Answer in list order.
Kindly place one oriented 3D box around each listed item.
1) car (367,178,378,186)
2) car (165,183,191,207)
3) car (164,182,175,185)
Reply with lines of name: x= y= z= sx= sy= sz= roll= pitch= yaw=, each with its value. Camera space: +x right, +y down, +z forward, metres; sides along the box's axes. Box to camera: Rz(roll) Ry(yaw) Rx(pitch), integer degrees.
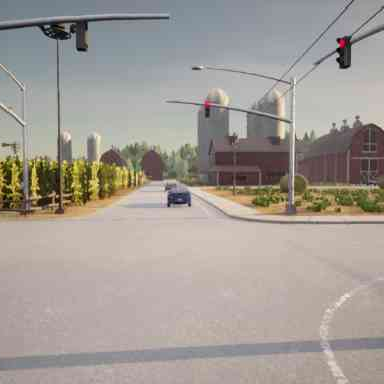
car: x=42.328 y=-2.370 z=77.602 sx=1.905 sy=1.878 sz=3.866 roll=10 pitch=10 yaw=41
car: x=-1.127 y=0.332 z=27.659 sx=1.882 sy=1.535 sz=5.008 roll=0 pitch=3 yaw=-5
car: x=-3.369 y=-0.839 z=52.889 sx=2.128 sy=1.511 sz=4.902 roll=0 pitch=3 yaw=-5
